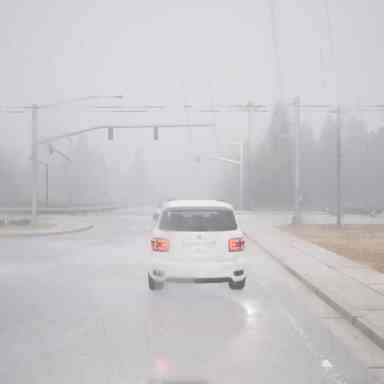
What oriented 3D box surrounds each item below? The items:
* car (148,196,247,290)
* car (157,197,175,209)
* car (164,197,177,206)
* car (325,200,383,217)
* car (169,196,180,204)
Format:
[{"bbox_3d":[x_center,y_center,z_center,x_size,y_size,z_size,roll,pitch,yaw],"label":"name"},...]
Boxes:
[{"bbox_3d":[0.066,1.218,9.220,2.150,2.045,5.566,0,0,-2],"label":"car"},{"bbox_3d":[-3.589,1.492,46.178,2.128,1.511,4.902,0,0,0],"label":"car"},{"bbox_3d":[-3.564,1.564,56.019,1.994,1.385,4.181,0,0,0],"label":"car"},{"bbox_3d":[14.897,1.518,30.628,4.902,1.511,2.128,0,0,1],"label":"car"},{"bbox_3d":[-3.438,1.564,65.885,1.994,1.385,4.181,0,0,1],"label":"car"}]
